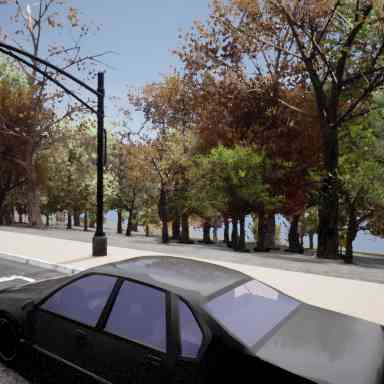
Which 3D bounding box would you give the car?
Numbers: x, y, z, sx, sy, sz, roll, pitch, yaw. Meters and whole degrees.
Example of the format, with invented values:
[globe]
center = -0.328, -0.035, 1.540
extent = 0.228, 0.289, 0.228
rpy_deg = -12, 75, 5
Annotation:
[car]
center = -0.545, 1.547, 4.067
extent = 5.357, 1.411, 2.033
rpy_deg = 0, 0, 35
